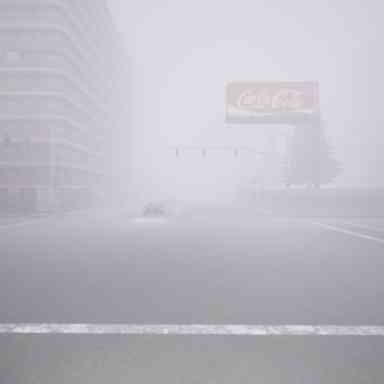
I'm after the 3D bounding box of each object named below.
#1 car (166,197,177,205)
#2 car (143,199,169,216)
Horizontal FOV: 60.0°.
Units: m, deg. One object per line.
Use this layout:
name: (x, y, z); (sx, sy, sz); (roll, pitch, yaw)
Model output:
car: (-3.538, 1.442, 56.578); (1.895, 1.301, 4.718); (0, 0, 0)
car: (-3.521, 1.578, 31.781); (1.895, 1.301, 4.718); (0, 0, 0)
